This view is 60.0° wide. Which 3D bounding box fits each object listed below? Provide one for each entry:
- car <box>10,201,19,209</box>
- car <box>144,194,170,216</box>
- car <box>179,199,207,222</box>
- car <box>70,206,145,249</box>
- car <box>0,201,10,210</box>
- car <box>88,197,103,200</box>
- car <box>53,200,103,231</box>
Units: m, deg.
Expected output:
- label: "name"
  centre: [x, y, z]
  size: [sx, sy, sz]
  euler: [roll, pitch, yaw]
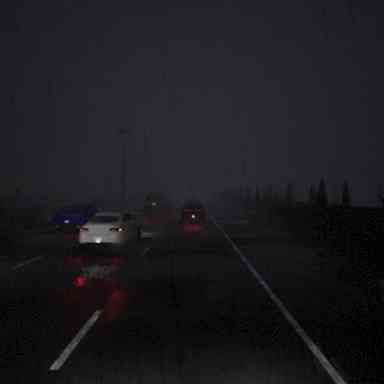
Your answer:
- label: "car"
  centre: [-21.071, 1.598, 36.378]
  size: [1.895, 1.301, 4.718]
  euler: [0, 0, 0]
- label: "car"
  centre: [-3.405, 1.218, 32.958]
  size: [2.150, 2.045, 5.566]
  euler: [0, 0, 0]
- label: "car"
  centre: [0.096, 1.500, 25.970]
  size: [1.837, 1.490, 4.892]
  euler: [0, -1, 0]
- label: "car"
  centre: [-3.402, 1.524, 14.368]
  size: [1.812, 1.442, 4.674]
  euler: [0, 0, 0]
- label: "car"
  centre: [-17.591, 1.502, 27.608]
  size: [1.837, 1.490, 4.892]
  euler: [0, 0, 0]
- label: "car"
  centre: [-14.032, 1.503, 47.904]
  size: [1.837, 1.490, 4.892]
  euler: [0, -1, 0]
- label: "car"
  centre: [-6.904, 1.476, 20.821]
  size: [1.882, 1.535, 5.008]
  euler: [0, 0, 0]
